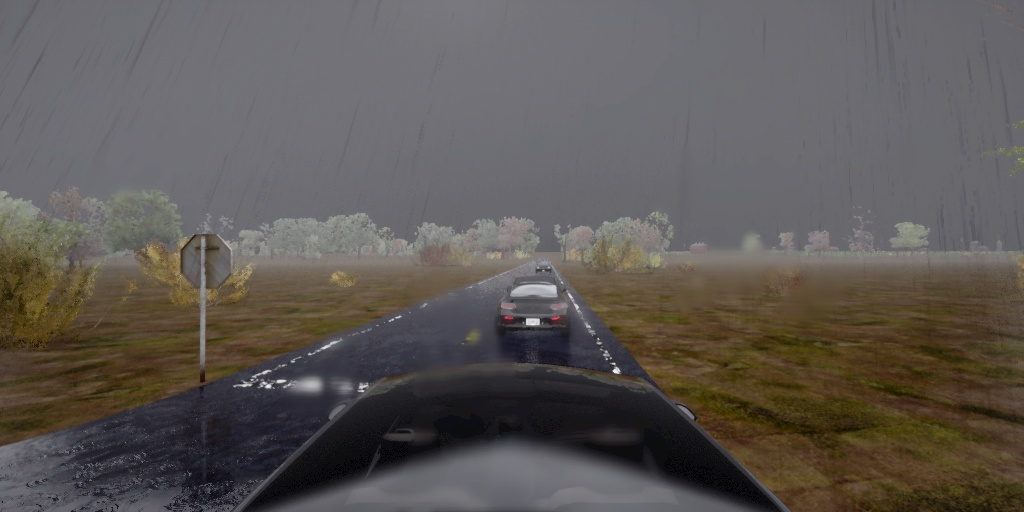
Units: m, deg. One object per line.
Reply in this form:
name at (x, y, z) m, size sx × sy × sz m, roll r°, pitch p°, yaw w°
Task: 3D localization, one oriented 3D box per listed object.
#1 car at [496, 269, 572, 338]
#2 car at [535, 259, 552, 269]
car at (0.673, 1.276, 10.142) m, size 1.812 × 1.442 × 4.674 m, roll 0°, pitch 0°, yaw 5°
car at (3.758, 1.348, 42.429) m, size 1.895 × 1.301 × 4.718 m, roll 0°, pitch 0°, yaw 6°
